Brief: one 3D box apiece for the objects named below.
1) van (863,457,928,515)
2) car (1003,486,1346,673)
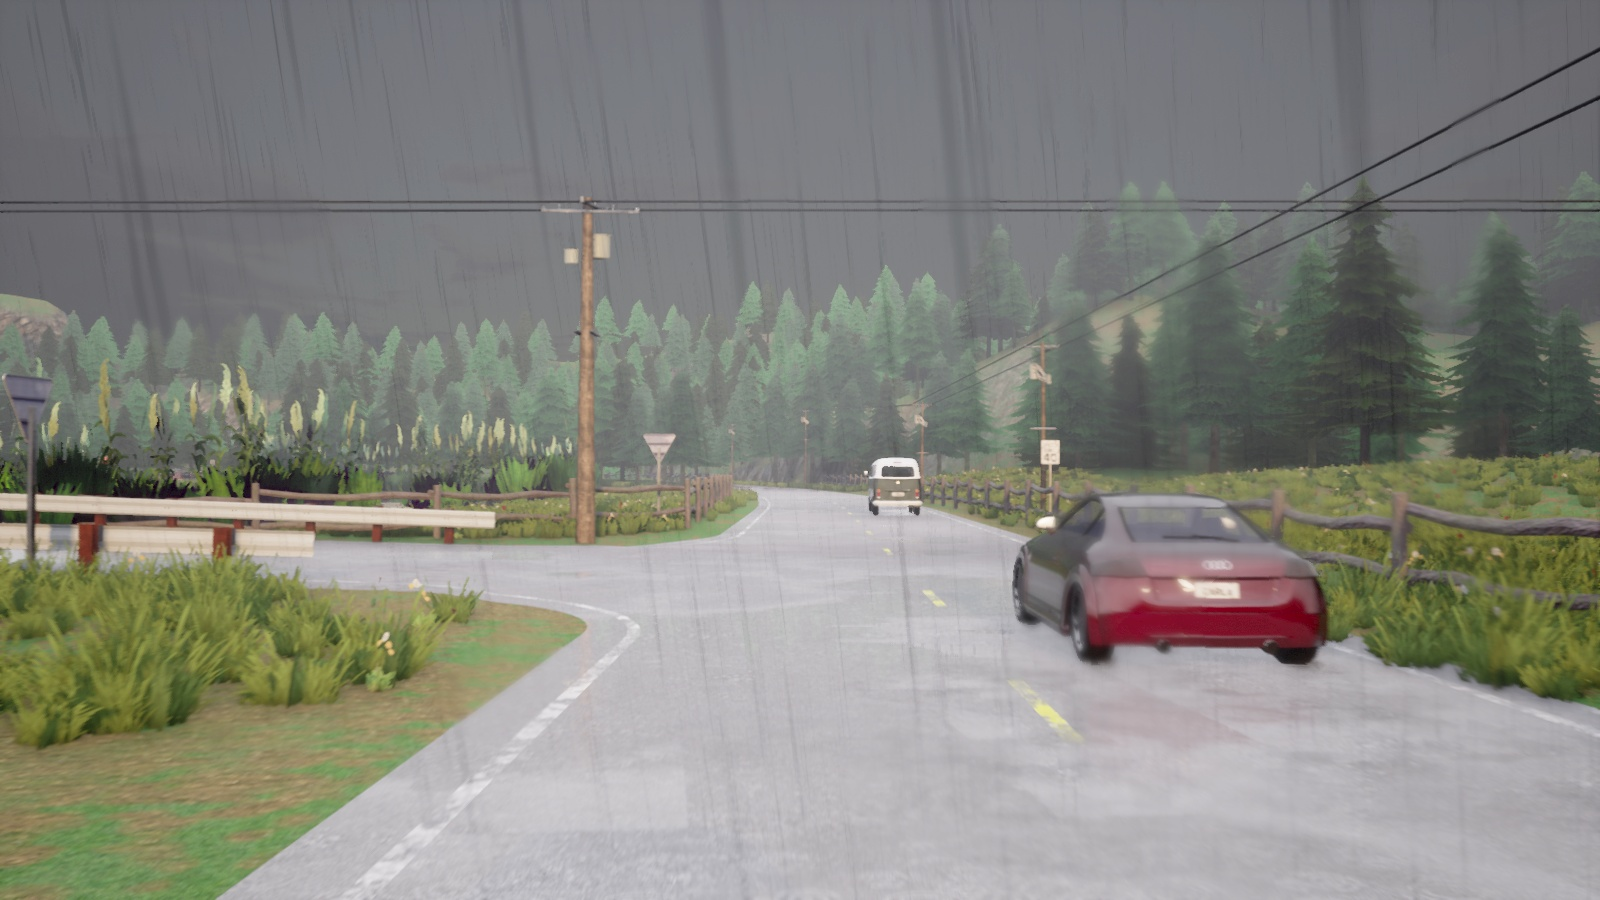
[{"bbox_3d":[3.469,1.302,46.485,2.069,2.038,4.480,0,-1,0],"label":"van"},{"bbox_3d":[3.239,1.063,11.820,1.994,1.385,4.181,0,-1,0],"label":"car"}]
